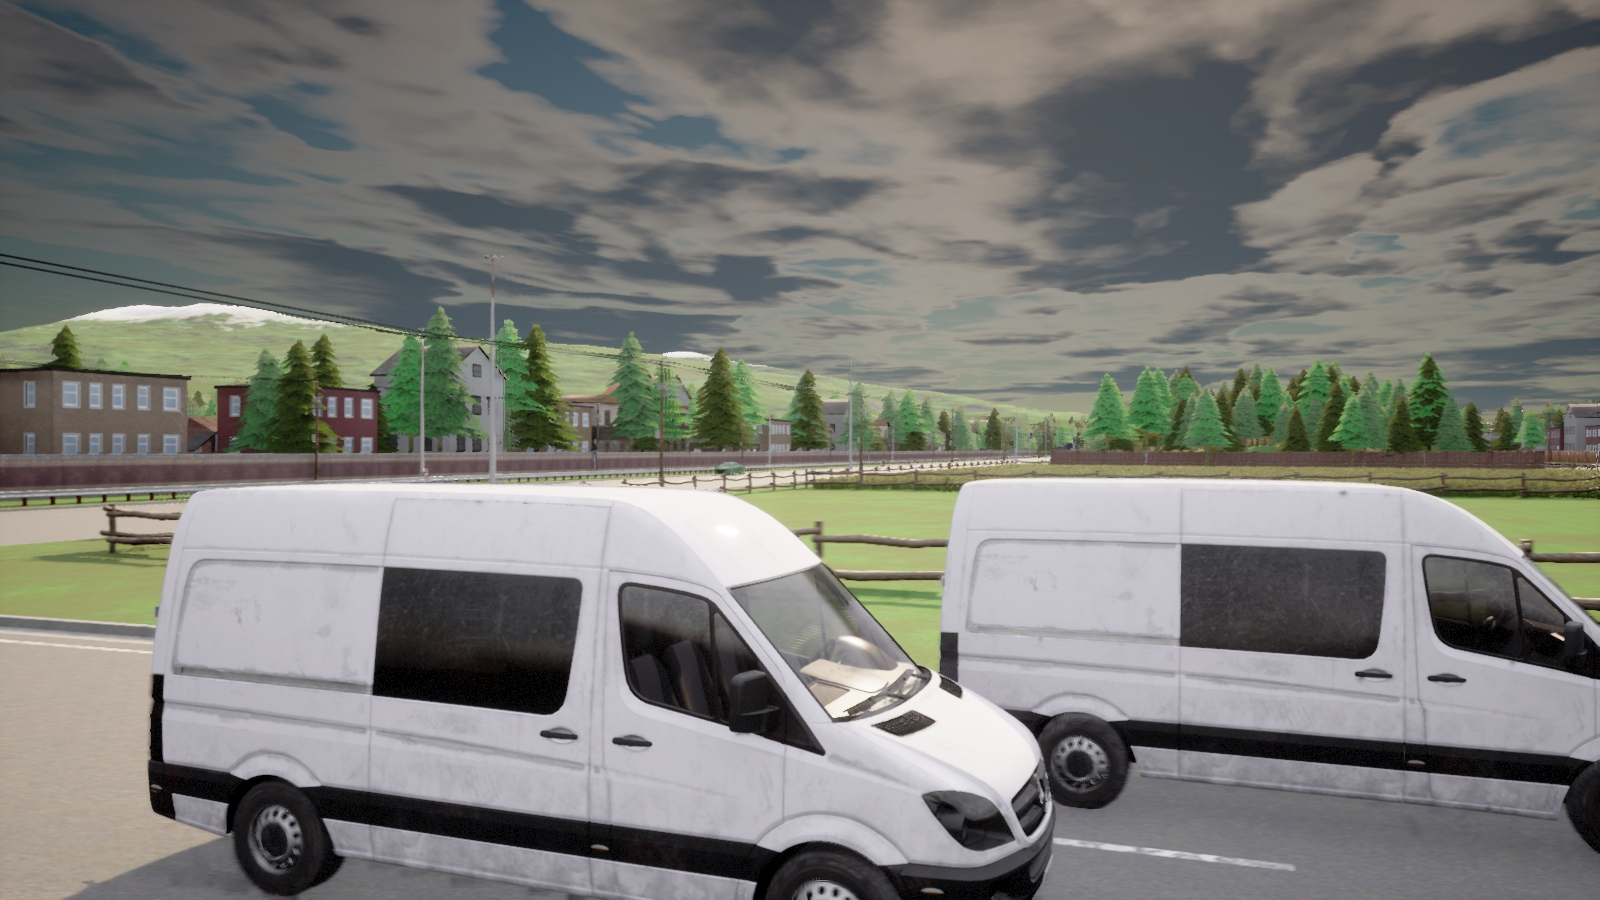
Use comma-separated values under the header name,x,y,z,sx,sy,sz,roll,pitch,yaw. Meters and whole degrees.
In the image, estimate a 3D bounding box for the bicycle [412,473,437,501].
name,x,y,z,sx,sy,sz,roll,pitch,yaw
bicycle,-21.102,2.058,64.256,0.373,1.496,1.643,0,0,20

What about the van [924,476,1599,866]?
name,x,y,z,sx,sy,sz,roll,pitch,yaw
van,4.134,1.535,9.240,5.915,2.561,1.988,0,0,20

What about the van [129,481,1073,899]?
name,x,y,z,sx,sy,sz,roll,pitch,yaw
van,-1.342,1.534,7.509,5.915,2.561,1.988,0,0,20
